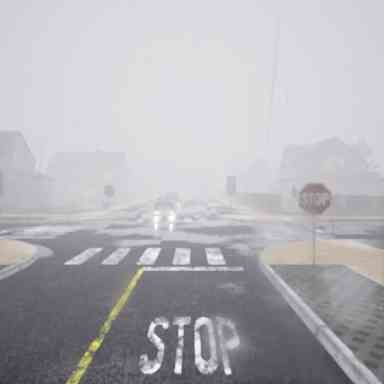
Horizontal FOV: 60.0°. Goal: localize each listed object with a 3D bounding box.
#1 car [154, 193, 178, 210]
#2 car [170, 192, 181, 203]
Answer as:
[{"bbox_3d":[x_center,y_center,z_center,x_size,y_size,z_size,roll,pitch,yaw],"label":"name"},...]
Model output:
[{"bbox_3d":[-2.686,1.062,33.318,1.895,1.301,4.718,0,1,0],"label":"car"},{"bbox_3d":[-2.658,0.746,48.967,1.837,1.490,4.892,0,1,0],"label":"car"}]
